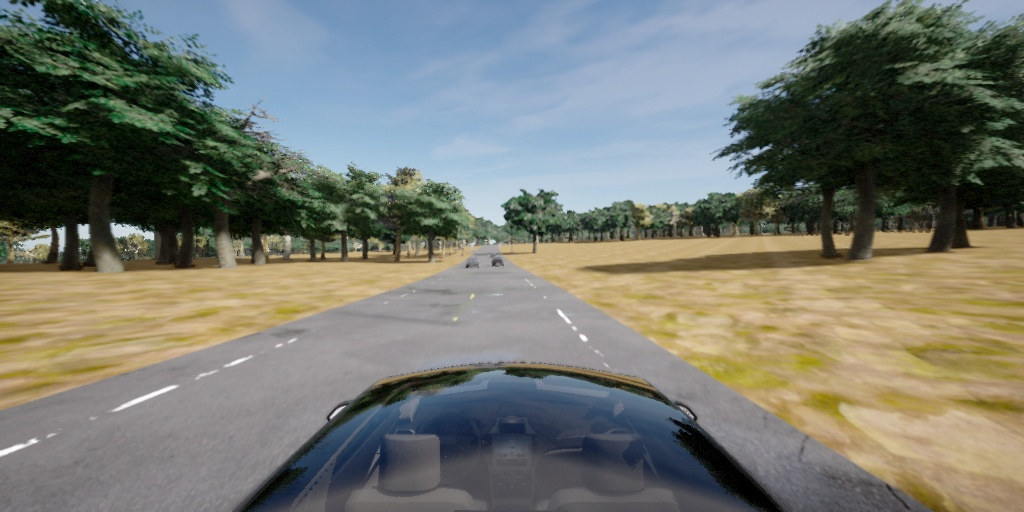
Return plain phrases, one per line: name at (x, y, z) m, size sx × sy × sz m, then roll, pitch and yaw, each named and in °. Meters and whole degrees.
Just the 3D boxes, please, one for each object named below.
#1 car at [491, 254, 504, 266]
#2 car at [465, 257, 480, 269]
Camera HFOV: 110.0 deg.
car at (-2.351, 0.821, 58.246) m, size 1.837 × 1.490 × 4.892 m, roll 0°, pitch 1°, yaw -4°
car at (-5.536, 0.957, 50.659) m, size 1.837 × 1.490 × 4.892 m, roll 0°, pitch 1°, yaw -3°
